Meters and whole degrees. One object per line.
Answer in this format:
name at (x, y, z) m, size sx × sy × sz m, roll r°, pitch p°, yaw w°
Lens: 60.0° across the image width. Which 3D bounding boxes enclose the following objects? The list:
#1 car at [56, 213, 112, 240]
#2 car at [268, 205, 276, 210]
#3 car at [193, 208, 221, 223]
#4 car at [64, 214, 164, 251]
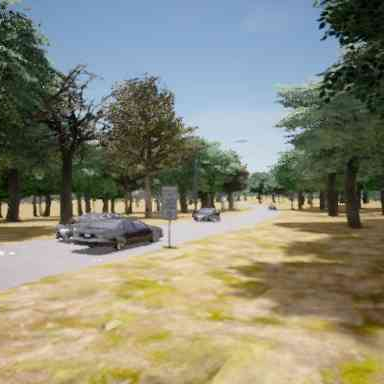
car at (-5.610, 1.966, 19.390) m, size 2.128 × 1.511 × 4.902 m, roll 0°, pitch -1°, yaw 25°
car at (21.073, 4.021, 87.579) m, size 1.994 × 1.385 × 4.181 m, roll 0°, pitch -2°, yaw 13°
car at (1.710, 2.491, 36.381) m, size 2.128 × 1.511 × 4.902 m, roll 0°, pitch -2°, yaw 22°
car at (-3.445, 1.992, 16.599) m, size 2.033 × 1.411 × 5.357 m, roll 0°, pitch -1°, yaw 25°
